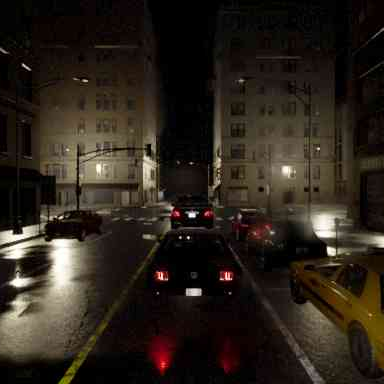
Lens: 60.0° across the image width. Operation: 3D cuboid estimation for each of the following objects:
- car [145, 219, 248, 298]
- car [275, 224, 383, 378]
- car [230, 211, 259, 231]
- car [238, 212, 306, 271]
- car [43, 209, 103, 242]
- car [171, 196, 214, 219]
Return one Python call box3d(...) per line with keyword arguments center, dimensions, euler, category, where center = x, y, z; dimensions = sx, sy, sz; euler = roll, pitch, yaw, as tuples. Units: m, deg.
box3d(center=(0.048, 1.598, 8.481), dimensions=(1.895, 1.301, 4.718), euler=(0, 0, 0), category="car")
box3d(center=(2.865, 1.524, 5.310), dimensions=(1.752, 1.417, 4.829), euler=(-1, 0, 0), category="car")
box3d(center=(2.873, 1.576, 16.312), dimensions=(1.802, 1.307, 4.206), euler=(-1, 0, 0), category="car")
box3d(center=(2.869, 1.562, 10.726), dimensions=(1.947, 1.339, 4.313), euler=(-1, 0, 0), category="car")
box3d(center=(-5.672, 1.538, 16.316), dimensions=(1.887, 1.381, 4.507), euler=(-1, 0, 0), category="car")
box3d(center=(0.005, 1.215, 18.473), dimensions=(2.150, 2.045, 5.566), euler=(0, 0, 0), category="car")
